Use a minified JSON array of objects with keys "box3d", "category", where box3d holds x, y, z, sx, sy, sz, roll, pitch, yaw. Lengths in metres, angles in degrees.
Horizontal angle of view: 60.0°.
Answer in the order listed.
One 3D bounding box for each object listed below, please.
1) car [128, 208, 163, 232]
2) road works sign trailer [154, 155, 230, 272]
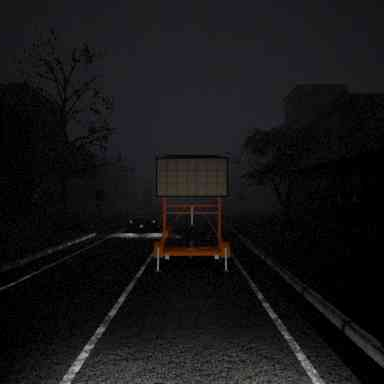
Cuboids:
[{"box3d":[-2.997,1.792,22.052,1.812,1.442,4.674,0,-1,0],"category":"car"},{"box3d":[0.001,0.567,11.182,2.380,3.560,2.880,0,-1,0],"category":"road works sign trailer"}]
